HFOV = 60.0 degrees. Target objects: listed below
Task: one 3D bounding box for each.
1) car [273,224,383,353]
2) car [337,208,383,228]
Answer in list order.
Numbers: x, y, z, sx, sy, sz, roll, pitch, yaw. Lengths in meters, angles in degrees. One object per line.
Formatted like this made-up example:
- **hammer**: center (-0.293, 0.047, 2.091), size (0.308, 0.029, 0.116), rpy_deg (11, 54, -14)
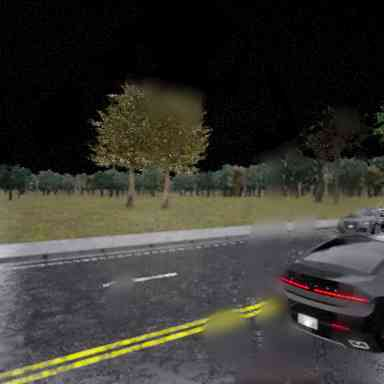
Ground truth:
- **car**: center (3.549, 1.515, 5.876), size (4.892, 1.490, 1.837), rpy_deg (1, 0, -35)
- **car**: center (9.895, 1.602, 18.428), size (4.181, 1.385, 1.994), rpy_deg (0, 0, -35)
